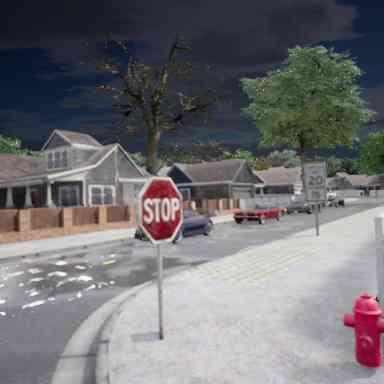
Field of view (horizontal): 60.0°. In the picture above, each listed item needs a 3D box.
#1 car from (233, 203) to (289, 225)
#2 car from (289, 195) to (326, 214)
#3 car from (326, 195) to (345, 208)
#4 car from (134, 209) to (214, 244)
[{"bbox_3d":[4.636,1.426,22.670,1.895,1.301,4.718,-3,-1,36],"label":"car"},{"bbox_3d":[10.176,1.065,30.215,2.097,1.767,4.553,-3,-1,36],"label":"car"},{"bbox_3d":[16.309,1.084,38.482,2.128,1.511,4.902,-3,-1,37],"label":"car"},{"bbox_3d":[-0.725,1.501,15.407,1.994,1.385,4.181,-3,-1,34],"label":"car"}]
